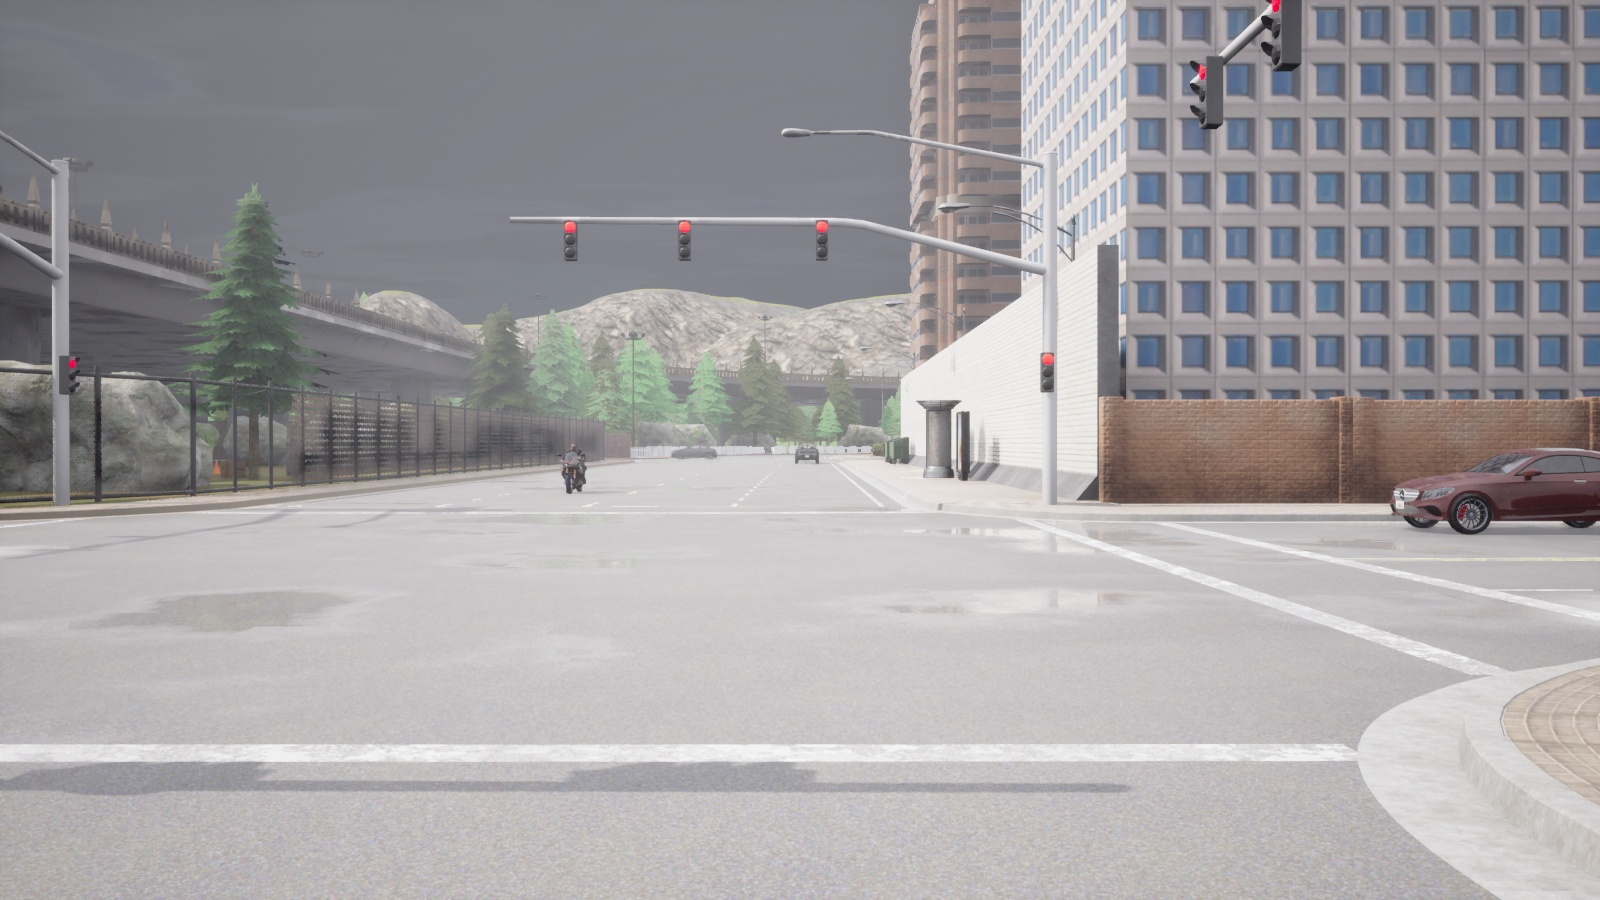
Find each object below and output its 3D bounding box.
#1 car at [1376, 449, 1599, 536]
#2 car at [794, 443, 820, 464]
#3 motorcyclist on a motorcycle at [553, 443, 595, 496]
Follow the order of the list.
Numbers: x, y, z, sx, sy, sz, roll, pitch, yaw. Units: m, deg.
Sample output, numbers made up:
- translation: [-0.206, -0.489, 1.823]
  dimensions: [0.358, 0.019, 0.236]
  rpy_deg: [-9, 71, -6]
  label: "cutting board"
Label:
- translation: [12.785, 0.714, 21.879]
  dimensions: [4.674, 1.442, 1.812]
  rpy_deg: [0, 0, 0]
  label: "car"
- translation: [0.512, 0.246, 91.154]
  dimensions: [1.816, 1.474, 4.193]
  rpy_deg: [0, 0, 0]
  label: "car"
- translation: [-6.779, 0.563, 37.779]
  dimensions: [0.866, 1.530, 2.191]
  rpy_deg: [0, 0, 0]
  label: "motorcyclist on a motorcycle"
